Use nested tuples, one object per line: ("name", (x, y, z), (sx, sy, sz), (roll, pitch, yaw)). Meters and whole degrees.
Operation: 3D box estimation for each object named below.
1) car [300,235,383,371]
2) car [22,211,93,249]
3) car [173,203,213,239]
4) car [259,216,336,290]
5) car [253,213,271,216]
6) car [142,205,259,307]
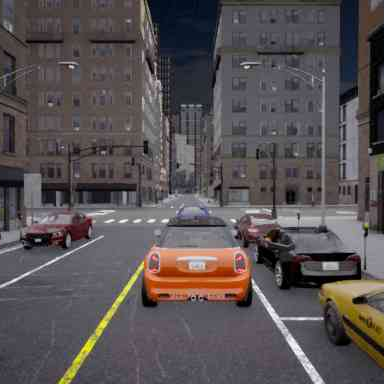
("car", (2.864, 1.524, 3.527), (1.752, 1.417, 4.829), (-1, 0, 0))
("car", (-5.687, 1.541, 14.521), (1.887, 1.381, 4.507), (-1, 0, 0))
("car", (0.090, 1.472, 18.426), (1.882, 1.535, 5.008), (0, 0, 1))
("car", (2.861, 1.563, 8.943), (1.947, 1.339, 4.313), (-1, 0, 0))
("car", (2.858, 1.578, 14.529), (1.802, 1.307, 4.206), (-1, 0, 0))
("car", (0.092, 1.350, 8.138), (2.097, 1.767, 4.553), (0, 0, 0))
